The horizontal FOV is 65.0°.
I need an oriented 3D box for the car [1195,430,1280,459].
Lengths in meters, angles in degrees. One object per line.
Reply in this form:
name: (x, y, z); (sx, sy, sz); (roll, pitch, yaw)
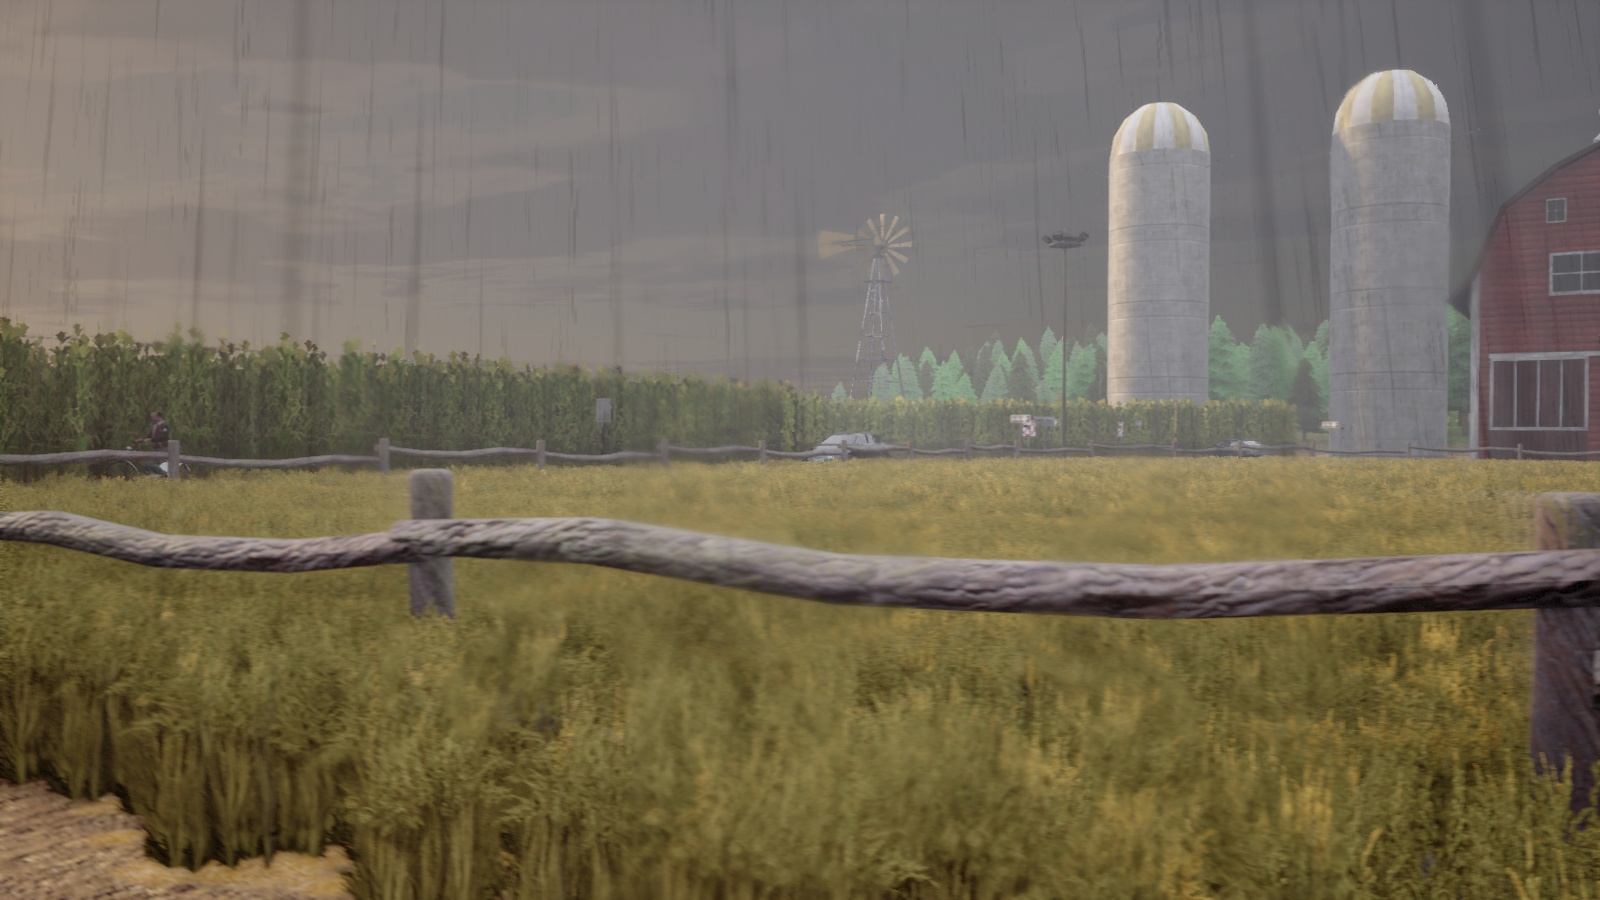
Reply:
car: (22.973, -0.285, 66.083); (1.812, 1.442, 4.674); (-1, 1, -17)

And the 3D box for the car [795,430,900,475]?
car: (1.924, 0.060, 49.360); (2.033, 1.649, 4.856); (0, 1, 31)

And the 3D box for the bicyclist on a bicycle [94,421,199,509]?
bicyclist on a bicycle: (-13.615, 0.307, 26.206); (0.659, 1.776, 1.843); (0, 0, 34)
